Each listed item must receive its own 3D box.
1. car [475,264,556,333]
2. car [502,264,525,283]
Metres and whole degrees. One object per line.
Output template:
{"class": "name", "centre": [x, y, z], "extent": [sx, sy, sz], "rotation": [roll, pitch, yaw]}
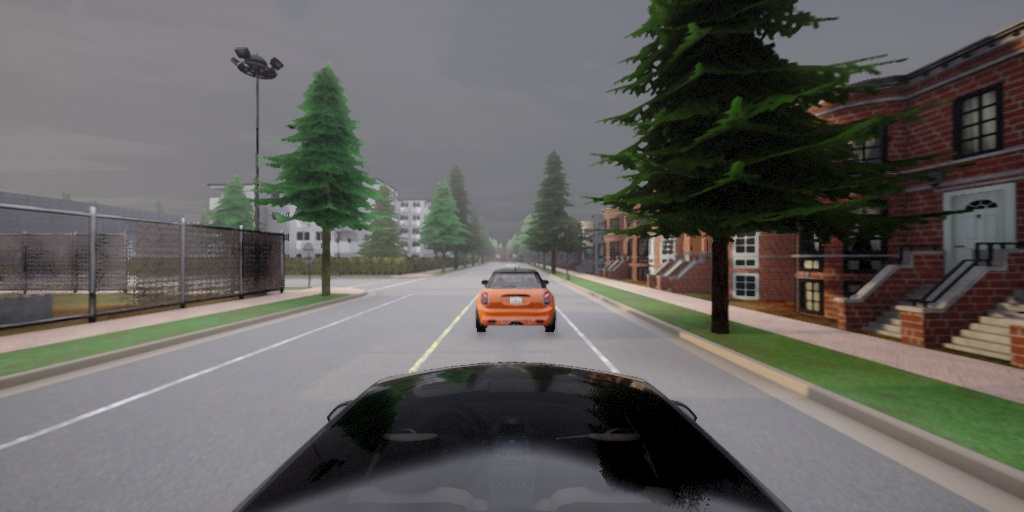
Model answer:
{"class": "car", "centre": [0.098, 1.151, 11.117], "extent": [2.097, 1.767, 4.553], "rotation": [0, 0, 0]}
{"class": "car", "centre": [0.098, 1.433, 30.766], "extent": [1.812, 1.442, 4.674], "rotation": [0, 0, 0]}
